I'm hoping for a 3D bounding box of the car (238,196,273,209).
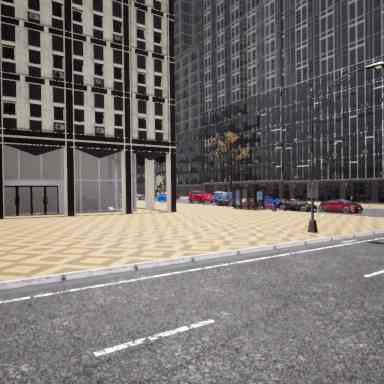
[{"bbox_3d":[7.987,1.388,40.105,1.802,1.307,4.206,0,1,-34],"label":"car"}]

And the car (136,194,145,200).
[{"bbox_3d":[-11.111,1.039,68.355,2.008,1.369,4.403,0,1,-34],"label":"car"}]

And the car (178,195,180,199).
[{"bbox_3d":[-4.183,0.936,73.070,1.802,1.307,4.206,0,1,-34],"label":"car"}]

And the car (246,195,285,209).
[{"bbox_3d":[9.370,1.227,42.863,1.882,1.535,5.008,-1,1,-34],"label":"car"}]

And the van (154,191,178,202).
[{"bbox_3d":[-4.713,0.937,58.956,1.690,1.788,3.998,0,1,-34],"label":"van"}]

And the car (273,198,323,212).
[{"bbox_3d":[11.172,1.424,35.395,1.947,1.339,4.313,0,1,-34],"label":"car"}]

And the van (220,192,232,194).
[{"bbox_3d":[5.412,0.855,58.972,1.690,1.788,3.998,0,1,-34],"label":"van"}]

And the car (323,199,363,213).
[{"bbox_3d":[15.258,1.408,34.211,1.994,1.385,4.181,-1,1,-34],"label":"car"}]

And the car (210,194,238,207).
[{"bbox_3d":[4.837,1.319,44.836,1.947,1.339,4.313,0,1,-34],"label":"car"}]

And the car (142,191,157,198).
[{"bbox_3d":[-10.581,0.686,82.464,1.967,1.590,4.097,0,1,-34],"label":"car"}]

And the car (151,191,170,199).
[{"bbox_3d":[-7.382,0.615,77.765,2.192,1.841,5.009,0,1,-34],"label":"car"}]

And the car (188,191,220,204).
[{"bbox_3d":[1.513,0.845,54.428,2.150,2.045,5.566,-1,1,-34],"label":"car"}]
